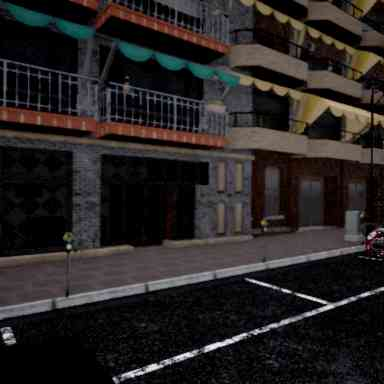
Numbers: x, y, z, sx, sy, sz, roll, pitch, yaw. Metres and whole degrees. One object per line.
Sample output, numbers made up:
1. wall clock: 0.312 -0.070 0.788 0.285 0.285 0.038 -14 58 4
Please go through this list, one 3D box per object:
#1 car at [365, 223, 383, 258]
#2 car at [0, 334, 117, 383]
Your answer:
1. car: 7.892 1.500 11.719 4.097 1.590 1.967 0 0 -35
2. car: -2.522 1.594 1.272 4.718 1.301 1.895 0 0 -35
